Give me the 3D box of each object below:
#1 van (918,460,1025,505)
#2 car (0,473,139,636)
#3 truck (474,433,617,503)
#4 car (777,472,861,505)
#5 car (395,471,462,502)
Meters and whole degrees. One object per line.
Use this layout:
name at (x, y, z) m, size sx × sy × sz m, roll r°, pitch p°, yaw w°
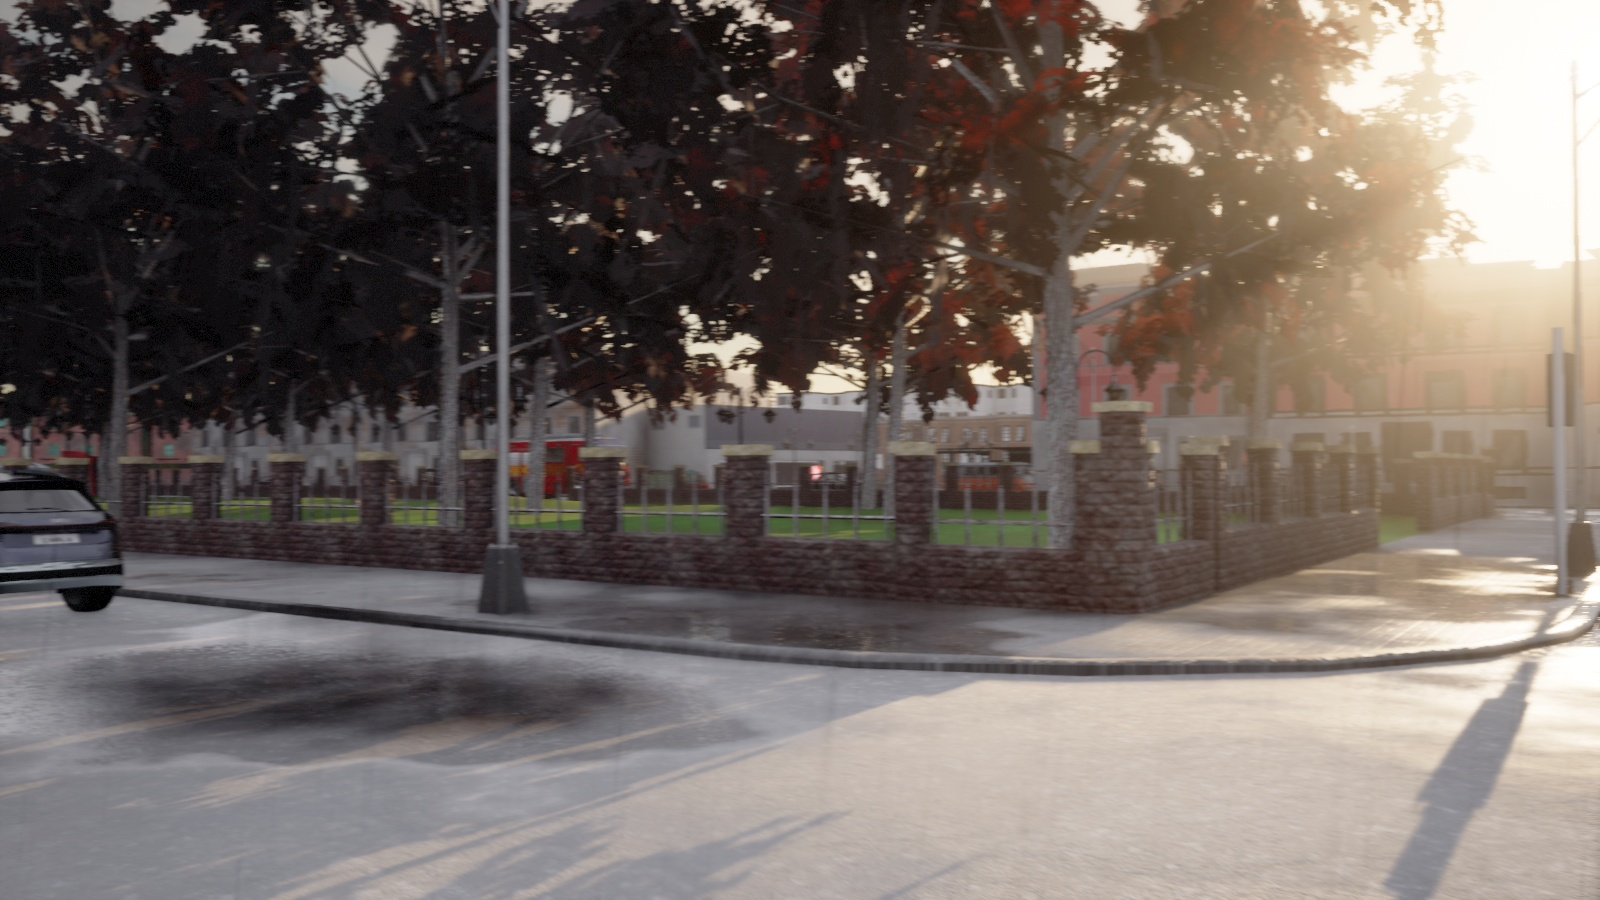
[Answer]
van at (7.765, 1.477, 56.927) m, size 4.442 × 1.987 × 1.775 m, roll -1°, pitch -1°, yaw 34°
car at (-9.967, 1.115, 14.378) m, size 4.856 × 1.649 × 2.033 m, roll -1°, pitch -1°, yaw 31°
truck at (-14.644, 1.085, 71.943) m, size 8.468 × 3.827 × 2.891 m, roll -1°, pitch -1°, yaw 34°
car at (0.931, 1.863, 61.500) m, size 3.705 × 1.549 × 1.789 m, roll -1°, pitch -1°, yaw 34°
car at (-22.926, 2.239, 77.473) m, size 3.866 × 1.878 × 1.905 m, roll -1°, pitch -1°, yaw 34°
